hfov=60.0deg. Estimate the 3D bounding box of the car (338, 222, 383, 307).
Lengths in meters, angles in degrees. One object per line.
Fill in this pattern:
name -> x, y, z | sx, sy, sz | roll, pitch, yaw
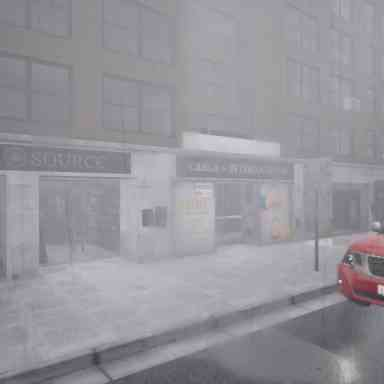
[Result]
car -> 5.358, 1.222, 6.883 | 5.566, 2.045, 2.150 | 0, 0, -35
